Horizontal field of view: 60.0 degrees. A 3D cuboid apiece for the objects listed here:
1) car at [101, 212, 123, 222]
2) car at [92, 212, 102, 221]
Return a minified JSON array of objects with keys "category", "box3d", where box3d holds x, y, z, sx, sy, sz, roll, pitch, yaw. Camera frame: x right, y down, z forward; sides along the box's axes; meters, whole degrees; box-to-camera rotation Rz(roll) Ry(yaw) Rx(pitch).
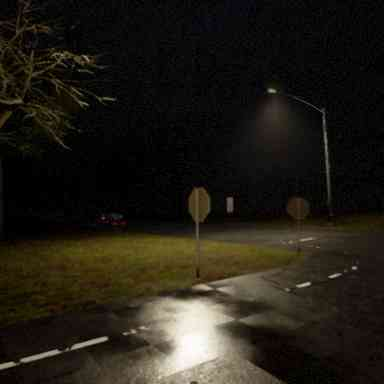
[{"category":"car","box3d":[-13.067,4.200,55.624,1.812,1.442,4.674,-2,-2,-34]},{"category":"car","box3d":[-16.792,4.447,60.980,1.837,1.490,4.892,-2,-1,-35]}]
